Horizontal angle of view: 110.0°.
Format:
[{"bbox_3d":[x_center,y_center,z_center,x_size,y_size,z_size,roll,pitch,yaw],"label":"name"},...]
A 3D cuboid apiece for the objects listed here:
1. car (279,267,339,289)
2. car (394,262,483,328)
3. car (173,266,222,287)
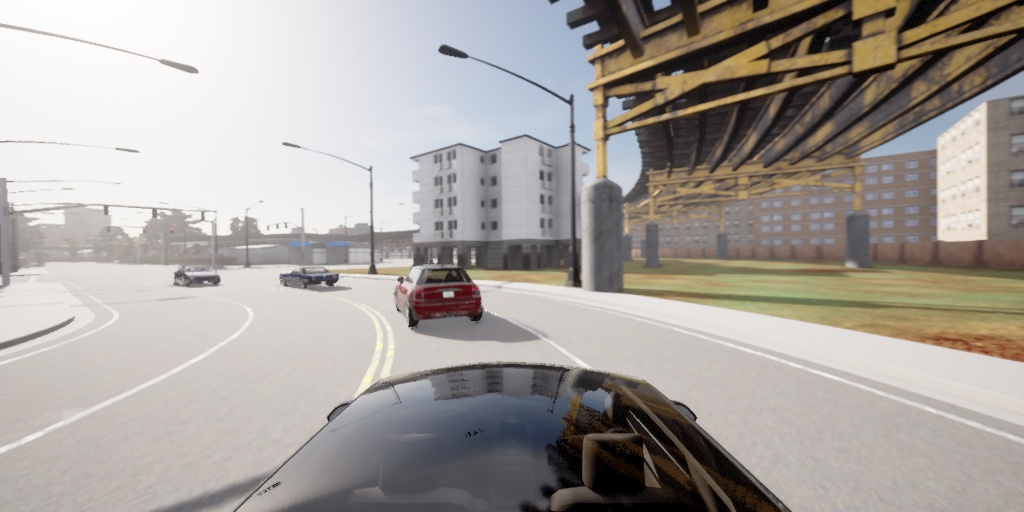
[{"bbox_3d":[-13.166,1.348,23.129,4.718,1.301,1.895,0,1,38],"label":"car"},{"bbox_3d":[-2.558,1.051,11.662,2.097,1.767,4.553,-1,1,-23],"label":"car"},{"bbox_3d":[-22.864,1.408,25.919,5.357,1.411,2.033,0,1,37],"label":"car"}]
